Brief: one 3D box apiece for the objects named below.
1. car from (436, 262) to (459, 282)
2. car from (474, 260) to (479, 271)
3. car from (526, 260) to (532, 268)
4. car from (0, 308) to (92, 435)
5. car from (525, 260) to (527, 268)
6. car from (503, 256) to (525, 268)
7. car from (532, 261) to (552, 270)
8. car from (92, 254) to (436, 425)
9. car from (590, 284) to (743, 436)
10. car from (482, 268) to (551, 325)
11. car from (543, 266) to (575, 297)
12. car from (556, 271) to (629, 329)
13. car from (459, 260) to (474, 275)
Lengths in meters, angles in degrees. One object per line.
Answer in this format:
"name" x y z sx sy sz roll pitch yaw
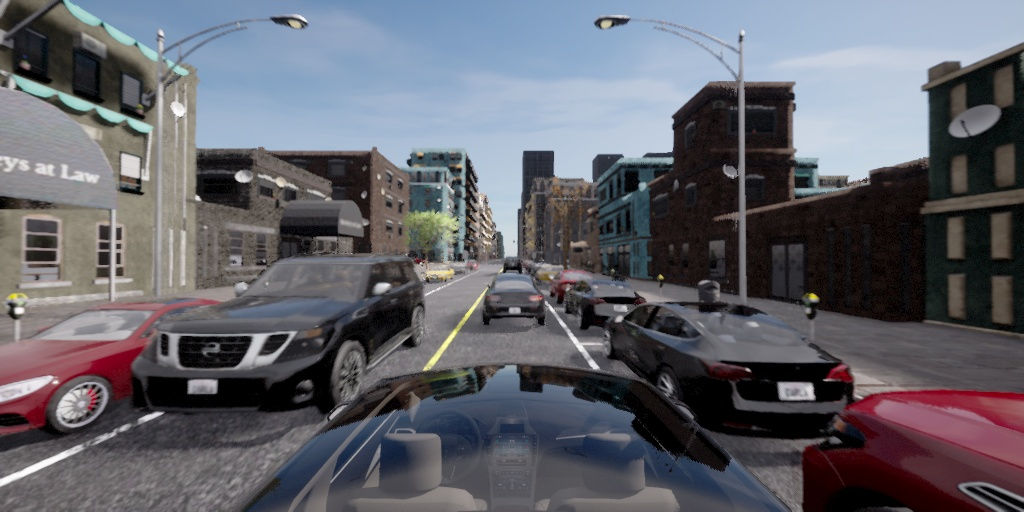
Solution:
"car" -5.767 1.316 29.088 1.751 1.417 4.829 0 0 0
"car" -5.835 1.268 51.142 1.967 1.591 4.097 0 0 0
"car" 2.781 1.352 35.699 2.007 1.370 4.403 0 0 0
"car" -5.691 1.337 5.480 1.802 1.307 4.207 0 0 0
"car" 2.808 1.380 43.244 1.948 1.339 4.313 0 0 0
"car" 0.084 1.037 42.481 2.150 2.045 5.566 0 0 0
"car" 2.743 1.313 27.478 1.751 1.417 4.829 0 0 0
"car" -3.112 0.978 6.394 2.150 2.045 5.566 0 0 0
"car" 2.690 1.321 5.481 1.948 1.339 4.313 0 0 0
"car" 0.038 1.290 11.817 1.812 1.442 4.674 0 0 -1
"car" 2.694 1.316 16.241 1.888 1.381 4.507 0 0 0
"car" 2.688 1.329 11.015 1.948 1.339 4.313 0 0 0
"car" -5.825 1.360 40.323 2.007 1.370 4.403 0 0 0
